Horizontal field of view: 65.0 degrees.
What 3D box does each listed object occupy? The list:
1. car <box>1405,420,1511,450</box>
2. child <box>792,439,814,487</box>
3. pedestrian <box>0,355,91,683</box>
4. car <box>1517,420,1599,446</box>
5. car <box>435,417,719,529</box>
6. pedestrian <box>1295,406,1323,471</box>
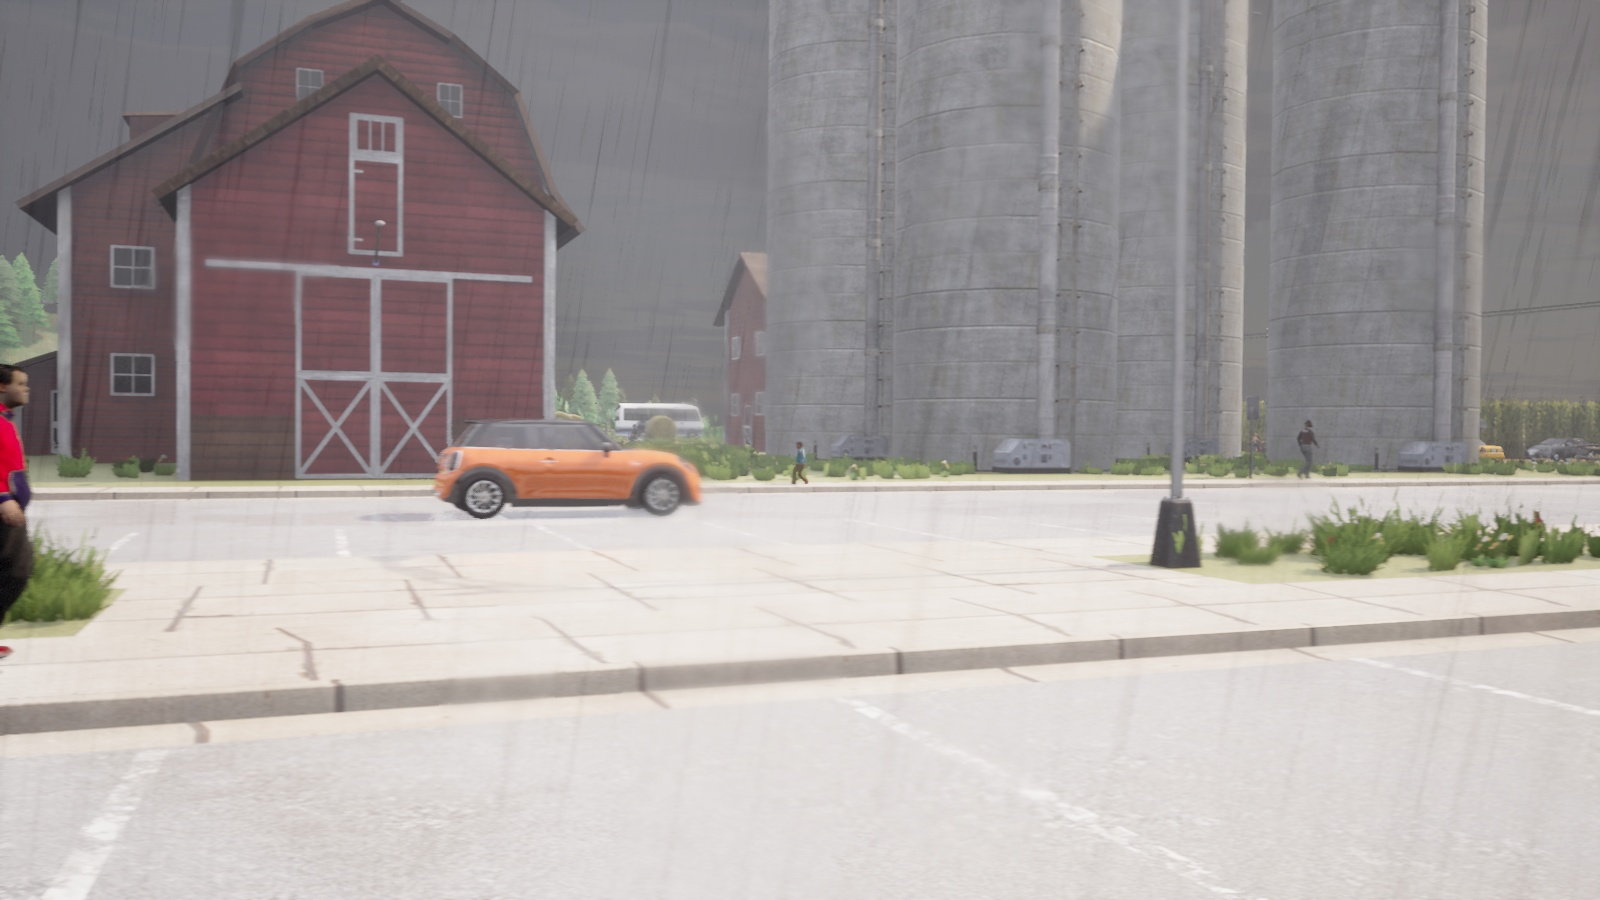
[{"bbox_3d":[36.305,-0.818,69.486,1.801,1.575,5.366,-1,1,-21],"label":"car"},{"bbox_3d":[0.081,0.315,31.328,0.448,1.192,0.343,-1,1,-20],"label":"child"},{"bbox_3d":[-4.685,0.385,7.319,0.899,1.844,0.634,-1,1,-26],"label":"pedestrian"},{"bbox_3d":[46.426,-1.030,76.495,4.902,1.511,2.128,-1,1,-21],"label":"car"},{"bbox_3d":[-3.933,0.336,22.056,4.553,1.767,2.097,-1,1,-22],"label":"car"},{"bbox_3d":[15.414,-0.348,38.048,0.666,1.930,0.402,-1,1,-18],"label":"pedestrian"}]
